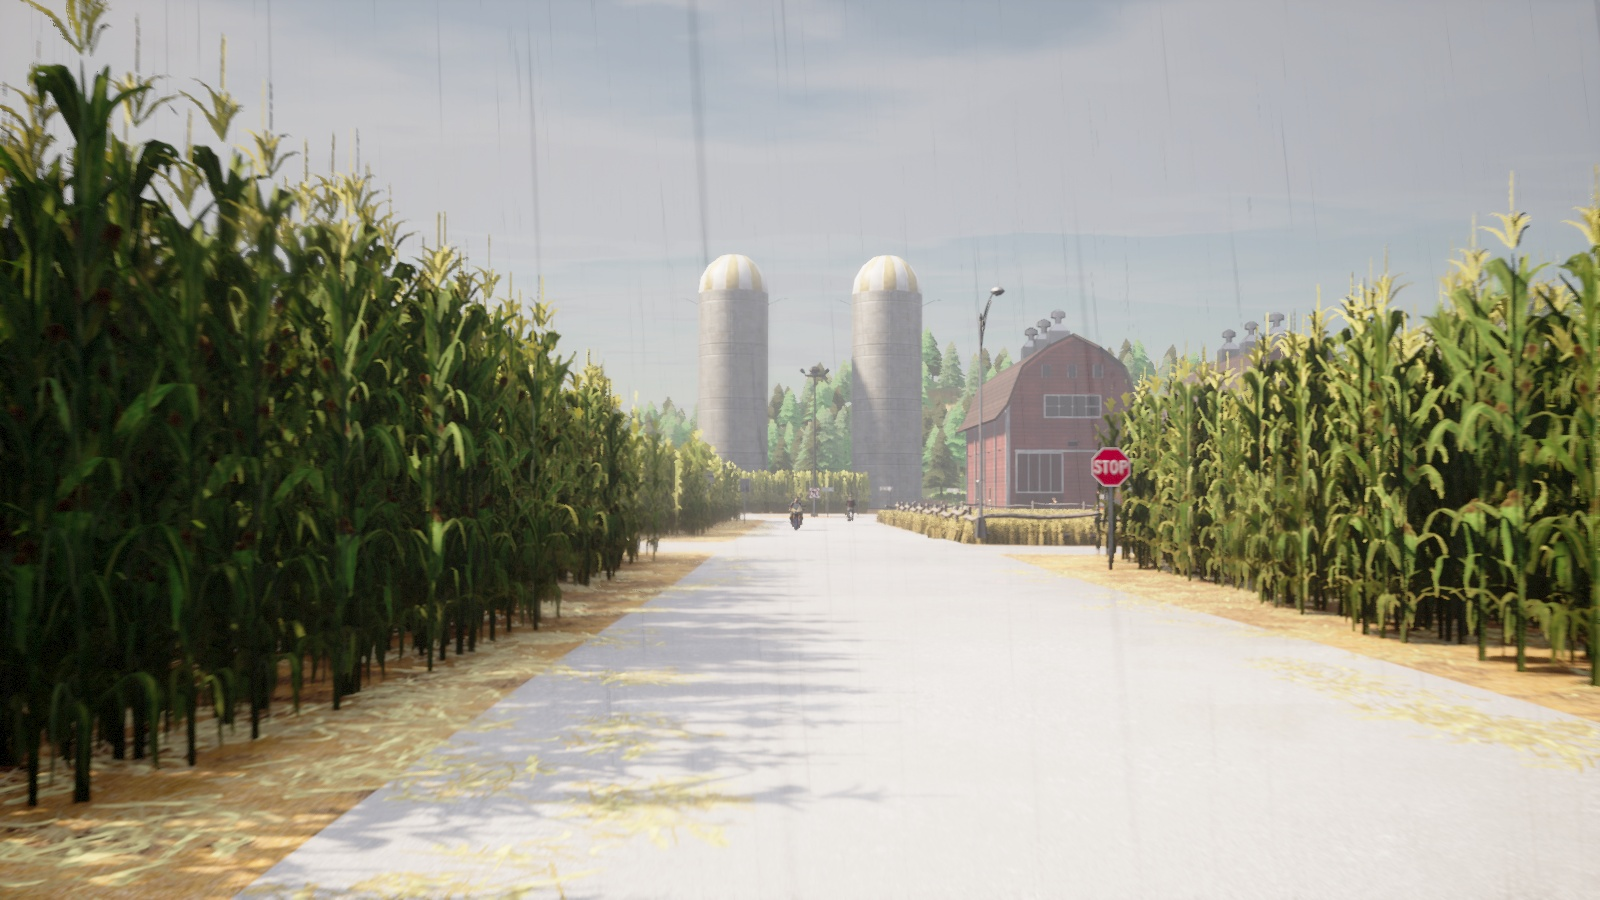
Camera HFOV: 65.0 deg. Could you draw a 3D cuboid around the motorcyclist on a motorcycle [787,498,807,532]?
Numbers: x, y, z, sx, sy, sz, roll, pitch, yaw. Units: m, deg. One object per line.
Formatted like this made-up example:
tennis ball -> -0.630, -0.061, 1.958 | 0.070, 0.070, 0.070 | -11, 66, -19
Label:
motorcyclist on a motorcycle -> -0.136, 3.002, 58.053 | 0.866, 1.530, 2.191 | 0, -2, 0
